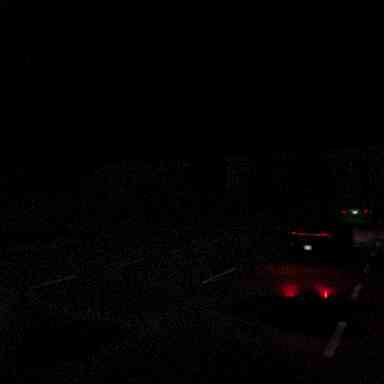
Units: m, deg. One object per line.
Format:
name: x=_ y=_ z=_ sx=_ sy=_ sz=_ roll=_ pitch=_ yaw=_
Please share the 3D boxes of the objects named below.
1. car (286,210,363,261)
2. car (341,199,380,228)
car: x=5.164 y=1.659 z=13.109 sx=2.128 sy=1.511 sz=4.902 roll=-1 pitch=-1 yaw=33
car: x=12.594 y=1.517 z=24.908 sx=2.150 sy=2.045 sz=5.566 roll=-1 pitch=-1 yaw=34
